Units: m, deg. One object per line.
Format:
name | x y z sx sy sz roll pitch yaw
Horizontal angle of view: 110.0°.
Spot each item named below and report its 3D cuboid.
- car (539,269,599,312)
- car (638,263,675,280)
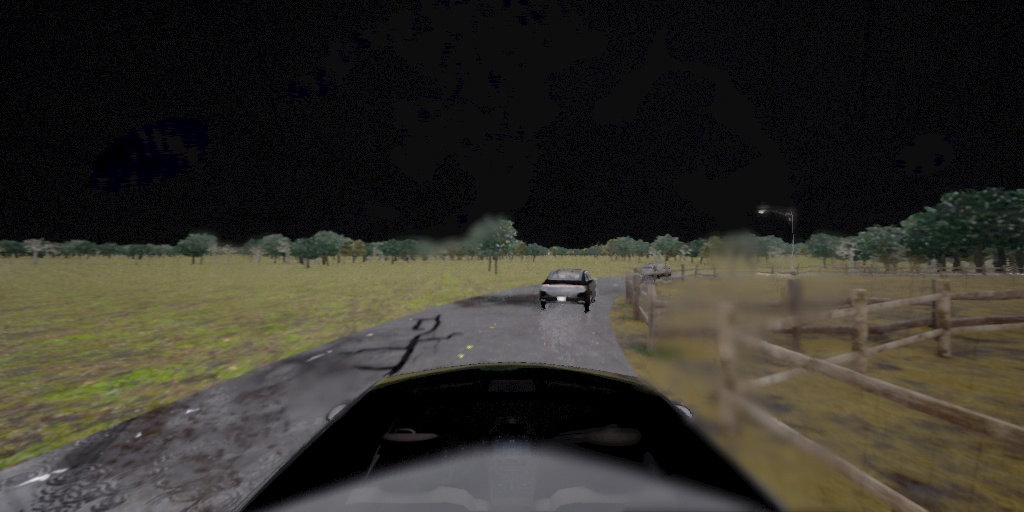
car | 2.398 1.263 14.577 2.128 1.511 4.902 0 0 17
car | 13.198 1.362 32.541 2.128 1.511 4.902 0 0 43
